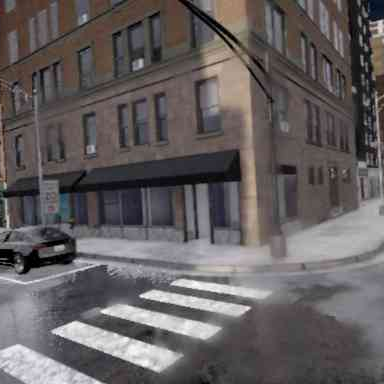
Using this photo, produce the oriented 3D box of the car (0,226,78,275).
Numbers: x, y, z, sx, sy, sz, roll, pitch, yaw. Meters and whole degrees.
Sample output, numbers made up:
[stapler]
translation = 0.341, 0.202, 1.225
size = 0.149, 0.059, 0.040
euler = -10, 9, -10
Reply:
[car]
translation = -5.725, 1.858, 11.464
size = 4.313, 1.339, 1.947
euler = -3, 0, 37
